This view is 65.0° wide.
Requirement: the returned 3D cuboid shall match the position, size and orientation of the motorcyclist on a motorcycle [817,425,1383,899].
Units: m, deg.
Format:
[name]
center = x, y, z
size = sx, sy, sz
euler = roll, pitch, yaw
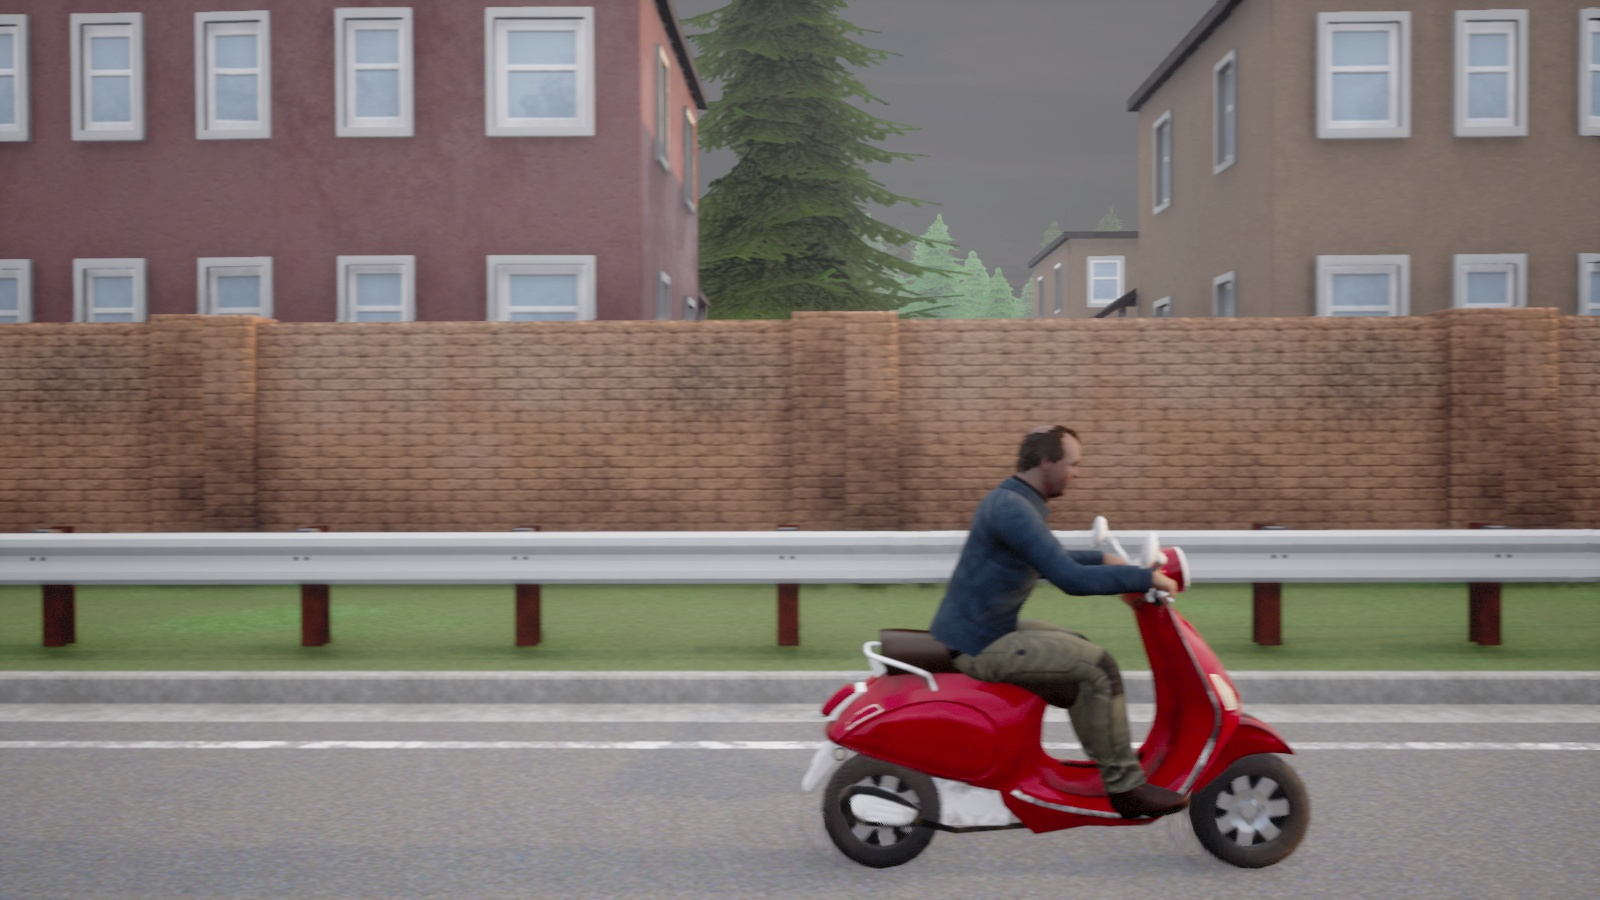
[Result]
[motorcyclist on a motorcycle]
center = 0.974, 0.711, 4.503
size = 1.817, 1.590, 0.866
euler = 0, 1, 1
